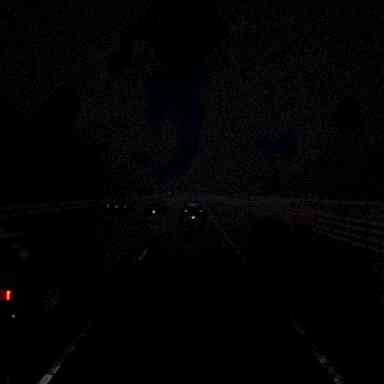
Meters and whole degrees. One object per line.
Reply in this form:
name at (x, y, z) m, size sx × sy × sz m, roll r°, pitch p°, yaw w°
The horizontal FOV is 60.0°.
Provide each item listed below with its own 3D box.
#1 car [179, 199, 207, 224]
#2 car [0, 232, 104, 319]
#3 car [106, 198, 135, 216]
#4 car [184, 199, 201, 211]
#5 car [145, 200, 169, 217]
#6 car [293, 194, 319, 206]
car at (0.096, 1.504, 24.776) m, size 2.128 × 1.511 × 4.902 m, roll 0°, pitch 0°, yaw 0°
car at (-3.401, 1.600, 7.316) m, size 1.895 × 1.301 × 4.718 m, roll 0°, pitch 0°, yaw 0°
car at (-6.906, 1.347, 32.590) m, size 2.097 × 1.767 × 4.553 m, roll 0°, pitch 0°, yaw 0°
car at (0.094, 1.590, 42.676) m, size 2.033 × 1.411 × 5.357 m, roll 0°, pitch 0°, yaw 0°
car at (-3.412, 1.527, 32.170) m, size 1.837 × 1.490 × 4.892 m, roll 0°, pitch 0°, yaw 0°
car at (21.198, 1.469, 61.953) m, size 2.150 × 2.045 × 5.566 m, roll 0°, pitch 0°, yaw -19°
